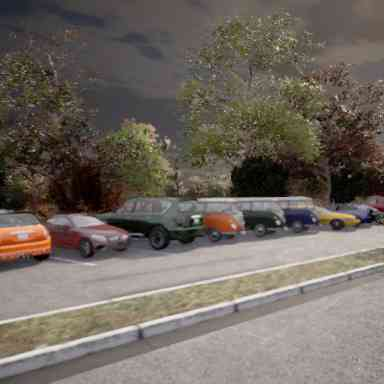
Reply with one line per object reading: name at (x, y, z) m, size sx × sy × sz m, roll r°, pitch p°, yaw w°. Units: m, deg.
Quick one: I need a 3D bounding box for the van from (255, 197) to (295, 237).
van at (2.939, 1.299, 18.071) m, size 4.442 × 1.987 × 1.878 m, roll -1°, pitch -1°, yaw 34°

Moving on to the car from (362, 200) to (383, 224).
car at (12.538, 1.575, 25.064) m, size 4.792 × 1.488 × 2.163 m, roll -1°, pitch -1°, yaw 34°

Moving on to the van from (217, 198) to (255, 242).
van at (0.521, 1.294, 16.334) m, size 4.442 × 1.987 × 1.878 m, roll -1°, pitch -1°, yaw 34°

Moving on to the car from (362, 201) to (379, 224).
car at (10.069, 1.571, 23.354) m, size 4.792 × 1.488 × 2.163 m, roll -1°, pitch -1°, yaw 34°

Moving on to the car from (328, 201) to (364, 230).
car at (7.833, 1.531, 21.501) m, size 5.366 × 1.575 × 1.946 m, roll -1°, pitch -1°, yaw 34°

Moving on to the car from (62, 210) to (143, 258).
car at (-4.412, 1.551, 12.928) m, size 4.674 × 1.452 × 2.002 m, roll -1°, pitch -1°, yaw 34°

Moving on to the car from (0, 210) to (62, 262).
car at (-6.808, 1.380, 11.170) m, size 4.553 × 1.767 × 2.185 m, roll -1°, pitch -1°, yaw 34°

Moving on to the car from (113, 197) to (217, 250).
car at (-2.020, 1.265, 14.677) m, size 5.566 × 2.045 × 2.435 m, roll -1°, pitch -1°, yaw 34°

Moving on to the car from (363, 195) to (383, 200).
car at (14.900, 1.300, 26.831) m, size 5.566 × 2.045 × 2.435 m, roll -1°, pitch -1°, yaw 34°

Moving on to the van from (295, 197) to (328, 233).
van at (5.357, 1.304, 19.810) m, size 4.442 × 1.987 × 1.878 m, roll -1°, pitch -1°, yaw 34°
